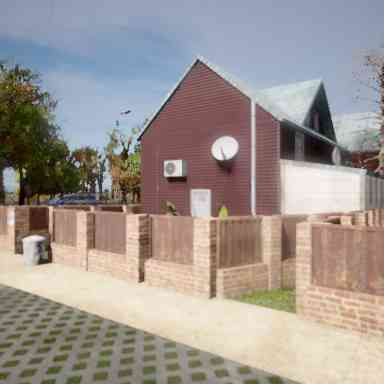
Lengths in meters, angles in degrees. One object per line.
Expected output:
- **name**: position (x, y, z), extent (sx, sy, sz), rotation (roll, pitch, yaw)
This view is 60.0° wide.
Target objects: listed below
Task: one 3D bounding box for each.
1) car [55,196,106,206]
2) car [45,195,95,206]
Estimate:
- **car**: position (-7.205, 1.400, 24.394), extent (2.097, 1.767, 4.553), rotation (0, 0, 36)
- **car**: position (-12.345, 1.294, 34.278), extent (2.150, 2.045, 5.566), rotation (0, 0, 36)
